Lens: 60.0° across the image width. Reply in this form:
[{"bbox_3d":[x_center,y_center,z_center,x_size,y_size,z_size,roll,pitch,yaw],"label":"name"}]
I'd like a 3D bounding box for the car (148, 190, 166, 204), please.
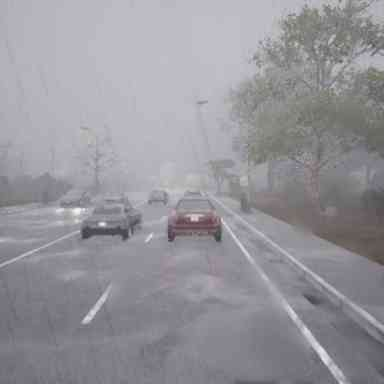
[{"bbox_3d":[-3.406,0.491,34.485,2.033,1.411,5.357,0,2,0],"label":"car"}]

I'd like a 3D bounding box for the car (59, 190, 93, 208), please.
[{"bbox_3d":[-10.595,0.573,30.686,1.837,1.490,4.892,0,2,0],"label":"car"}]

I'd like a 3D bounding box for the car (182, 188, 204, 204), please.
[{"bbox_3d":[0.100,0.391,35.825,2.128,1.511,4.902,0,2,0],"label":"car"}]

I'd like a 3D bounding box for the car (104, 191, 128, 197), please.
[{"bbox_3d":[-7.095,0.633,30.686,1.994,1.385,4.181,0,2,0],"label":"car"}]

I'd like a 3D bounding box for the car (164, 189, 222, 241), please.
[{"bbox_3d":[0.100,0.953,14.487,2.097,1.767,4.553,0,2,0],"label":"car"}]

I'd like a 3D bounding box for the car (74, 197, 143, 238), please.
[{"bbox_3d":[-3.447,1.152,14.905,1.994,1.385,4.181,0,2,0],"label":"car"}]
